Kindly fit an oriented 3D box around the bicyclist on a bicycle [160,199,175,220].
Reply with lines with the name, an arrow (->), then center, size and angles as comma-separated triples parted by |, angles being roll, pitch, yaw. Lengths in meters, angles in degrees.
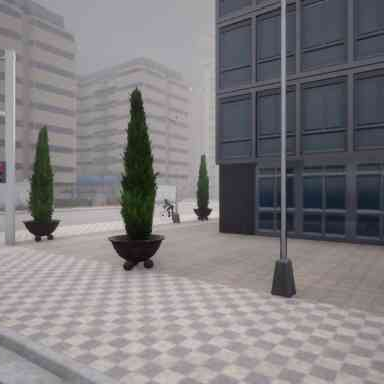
bicyclist on a bicycle -> -1.890, 1.356, 25.798 | 1.656, 1.620, 0.582 | 0, 0, 35
